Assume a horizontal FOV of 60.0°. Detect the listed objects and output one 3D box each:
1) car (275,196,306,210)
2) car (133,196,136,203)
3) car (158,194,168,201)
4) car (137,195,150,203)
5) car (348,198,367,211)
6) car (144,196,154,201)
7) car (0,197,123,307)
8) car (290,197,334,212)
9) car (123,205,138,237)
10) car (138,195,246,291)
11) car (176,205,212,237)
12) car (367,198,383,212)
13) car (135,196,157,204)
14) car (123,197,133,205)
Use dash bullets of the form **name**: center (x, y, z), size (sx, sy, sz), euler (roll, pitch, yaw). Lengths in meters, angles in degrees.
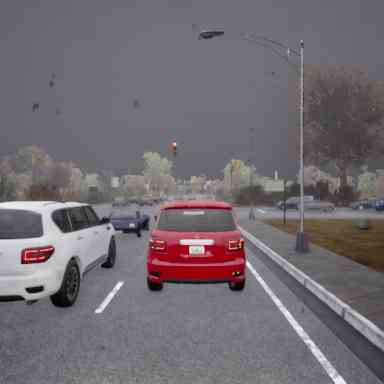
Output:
- **car**: center (12.602, 1.347, 41.081), size (4.553, 1.767, 2.097), euler (0, 0, 3)
- **car**: center (-10.603, 1.540, 61.958), size (2.033, 1.411, 5.357), euler (0, 0, 0)
- **car**: center (-7.059, 1.346, 81.652), size (2.097, 1.767, 4.553), euler (0, 0, 0)
- **car**: center (-10.552, 1.517, 72.210), size (2.128, 1.511, 4.902), euler (0, 0, 0)
- **car**: center (21.732, 1.494, 40.588), size (4.892, 1.490, 1.837), euler (0, 0, 3)
- **car**: center (-10.559, 1.586, 82.850), size (1.895, 1.301, 4.718), euler (0, 0, 0)
- **car**: center (-3.406, 1.221, 8.092), size (2.150, 2.045, 5.566), euler (0, 0, 0)
- **car**: center (13.750, 1.559, 37.511), size (4.181, 1.385, 1.994), euler (0, 0, 3)
- **car**: center (-3.412, 1.599, 17.860), size (1.895, 1.301, 4.718), euler (0, 0, 0)
- **car**: center (0.091, 1.220, 9.153), size (2.150, 2.045, 5.566), euler (0, 0, 0)
- **car**: center (0.087, 1.524, 18.847), size (1.812, 1.442, 4.674), euler (0, 0, 0)
- **car**: center (23.085, 1.208, 37.008), size (5.566, 2.045, 2.150), euler (0, 0, 3)
- **car**: center (-6.982, 1.542, 50.878), size (2.033, 1.411, 5.357), euler (0, 0, -2)
- **car**: center (-10.629, 1.499, 49.664), size (1.837, 1.490, 4.892), euler (0, 0, 0)
